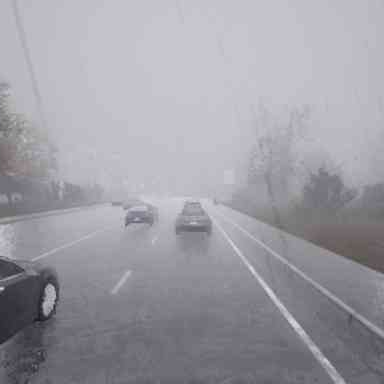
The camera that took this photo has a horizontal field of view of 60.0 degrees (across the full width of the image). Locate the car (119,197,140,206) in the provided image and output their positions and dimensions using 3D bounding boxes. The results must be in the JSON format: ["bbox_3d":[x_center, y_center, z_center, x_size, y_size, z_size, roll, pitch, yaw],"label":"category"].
[{"bbox_3d":[-7.119,1.511,40.162,1.837,1.490,4.892,0,0,0],"label":"car"}]

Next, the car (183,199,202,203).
[{"bbox_3d":[0.074,1.497,36.527,2.128,1.511,4.902,0,0,0],"label":"car"}]

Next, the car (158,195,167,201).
[{"bbox_3d":[-7.068,1.521,80.531,1.812,1.442,4.674,0,0,0],"label":"car"}]

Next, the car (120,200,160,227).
[{"bbox_3d":[-3.403,1.530,22.966,1.812,1.442,4.674,0,0,0],"label":"car"}]

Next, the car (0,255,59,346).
[{"bbox_3d":[-3.407,1.506,4.346,1.837,1.490,4.892,0,0,0],"label":"car"}]

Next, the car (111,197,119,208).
[{"bbox_3d":[-10.613,1.488,49.509,1.882,1.535,5.008,0,0,0],"label":"car"}]

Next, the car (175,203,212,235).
[{"bbox_3d":[0.088,1.567,18.998,1.994,1.385,4.181,0,0,0],"label":"car"}]
